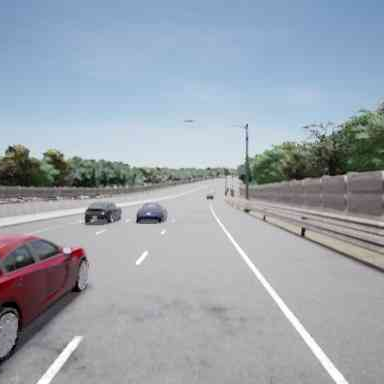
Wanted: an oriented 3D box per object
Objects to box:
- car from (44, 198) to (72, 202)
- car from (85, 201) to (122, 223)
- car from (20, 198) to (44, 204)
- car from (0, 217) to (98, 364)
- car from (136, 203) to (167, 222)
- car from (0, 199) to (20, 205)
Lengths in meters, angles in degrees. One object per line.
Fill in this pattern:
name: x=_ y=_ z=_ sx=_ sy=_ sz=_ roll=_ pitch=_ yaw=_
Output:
car: x=-16.741 y=1.512 z=43.231 sx=2.128 sy=1.511 sz=4.902 roll=0 pitch=0 yaw=2
car: x=-6.594 y=1.481 z=25.136 sx=1.837 sy=1.490 sz=4.892 roll=0 pitch=0 yaw=1
car: x=-20.208 y=1.540 z=43.967 sx=1.812 sy=1.442 sz=4.674 roll=0 pitch=0 yaw=2
car: x=-3.367 y=1.461 z=5.812 sx=1.882 sy=1.535 sz=5.008 roll=0 pitch=0 yaw=0
car: x=-3.073 y=1.547 z=25.989 sx=1.994 sy=1.385 sz=4.181 roll=0 pitch=0 yaw=1
car: x=-23.729 y=1.607 z=43.566 sx=1.895 sy=1.301 sz=4.718 roll=0 pitch=0 yaw=2
